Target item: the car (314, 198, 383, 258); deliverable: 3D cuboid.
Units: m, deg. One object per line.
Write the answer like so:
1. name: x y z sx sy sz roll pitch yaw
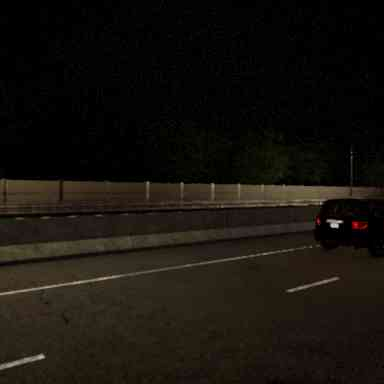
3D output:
1. car: 7.220 1.272 13.268 5.566 2.045 2.150 0 0 -35

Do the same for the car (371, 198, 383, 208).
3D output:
1. car: 29.426 1.690 50.841 4.674 1.442 1.812 0 0 -35
